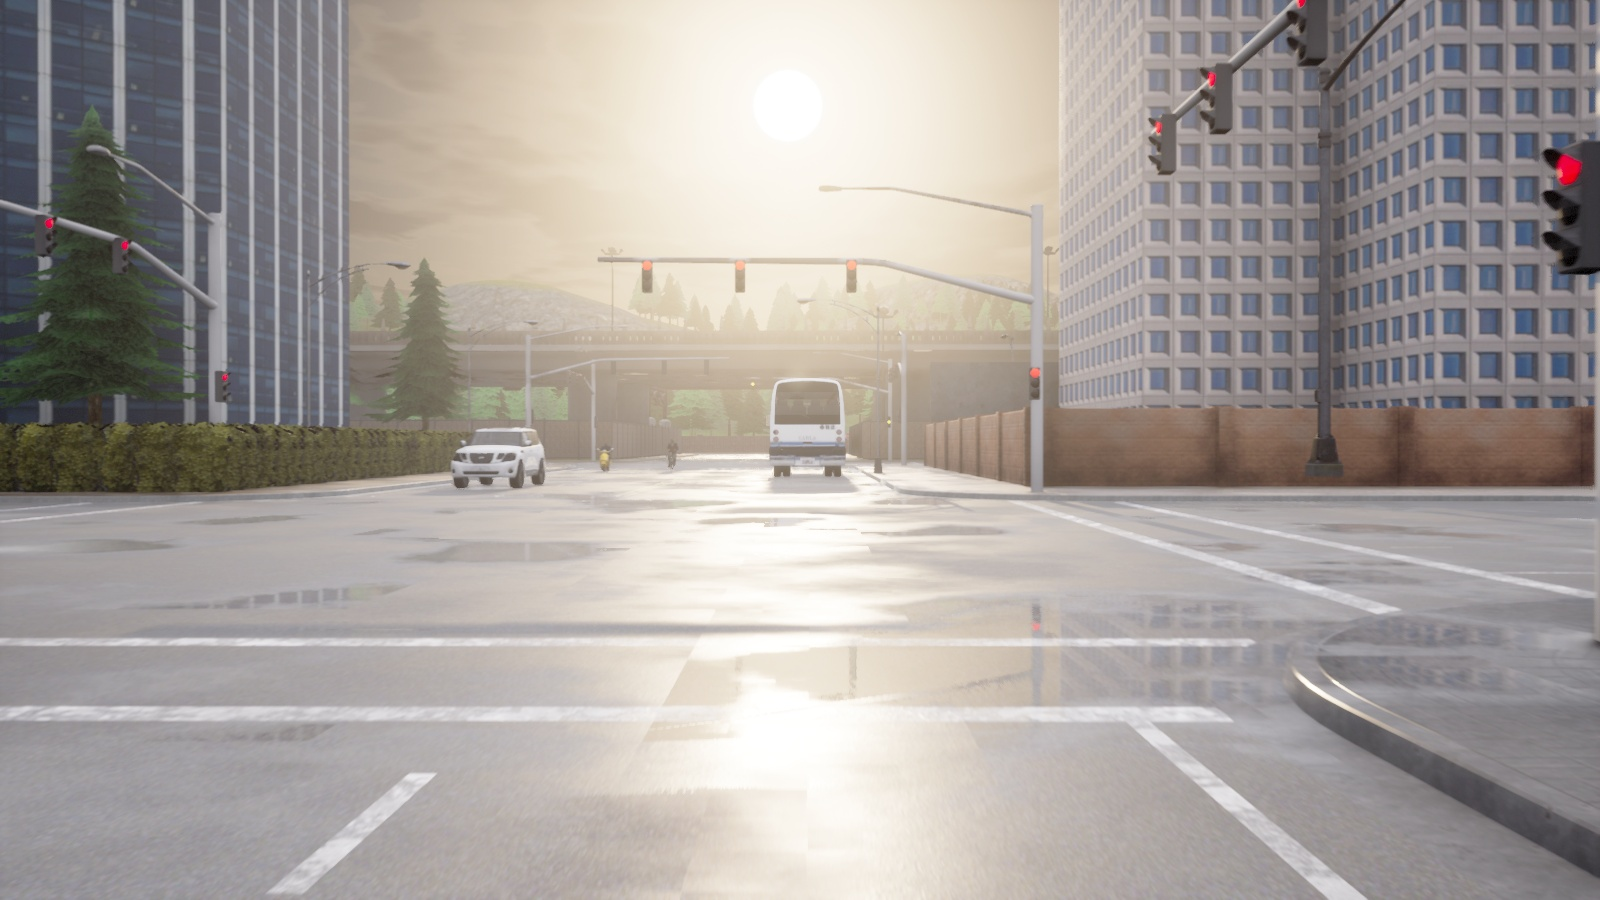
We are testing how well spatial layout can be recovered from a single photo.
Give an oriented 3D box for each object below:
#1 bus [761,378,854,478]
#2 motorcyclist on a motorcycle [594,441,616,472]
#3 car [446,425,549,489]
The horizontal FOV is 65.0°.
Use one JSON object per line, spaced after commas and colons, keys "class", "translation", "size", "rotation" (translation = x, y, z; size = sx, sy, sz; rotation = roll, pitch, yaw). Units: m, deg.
{"class": "bus", "translation": [0.349, -0.959, 58.454], "size": [3.944, 4.253, 10.273], "rotation": [0, 0, 0]}
{"class": "motorcyclist on a motorcycle", "translation": [-10.114, 0.325, 65.168], "size": [0.866, 1.590, 1.817], "rotation": [0, 0, 0]}
{"class": "car", "translation": [-10.240, 0.215, 42.953], "size": [2.150, 2.045, 5.566], "rotation": [0, 0, 0]}
